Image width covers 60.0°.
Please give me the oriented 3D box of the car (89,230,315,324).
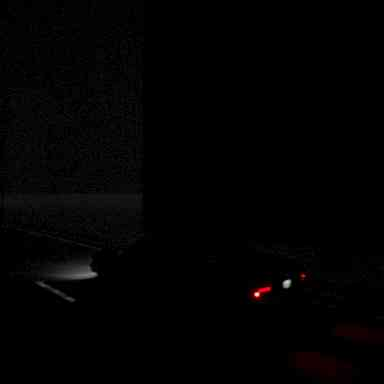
[{"bbox_3d":[-0.206,1.550,7.219,2.033,1.411,5.357,0,0,-44],"label":"car"}]
